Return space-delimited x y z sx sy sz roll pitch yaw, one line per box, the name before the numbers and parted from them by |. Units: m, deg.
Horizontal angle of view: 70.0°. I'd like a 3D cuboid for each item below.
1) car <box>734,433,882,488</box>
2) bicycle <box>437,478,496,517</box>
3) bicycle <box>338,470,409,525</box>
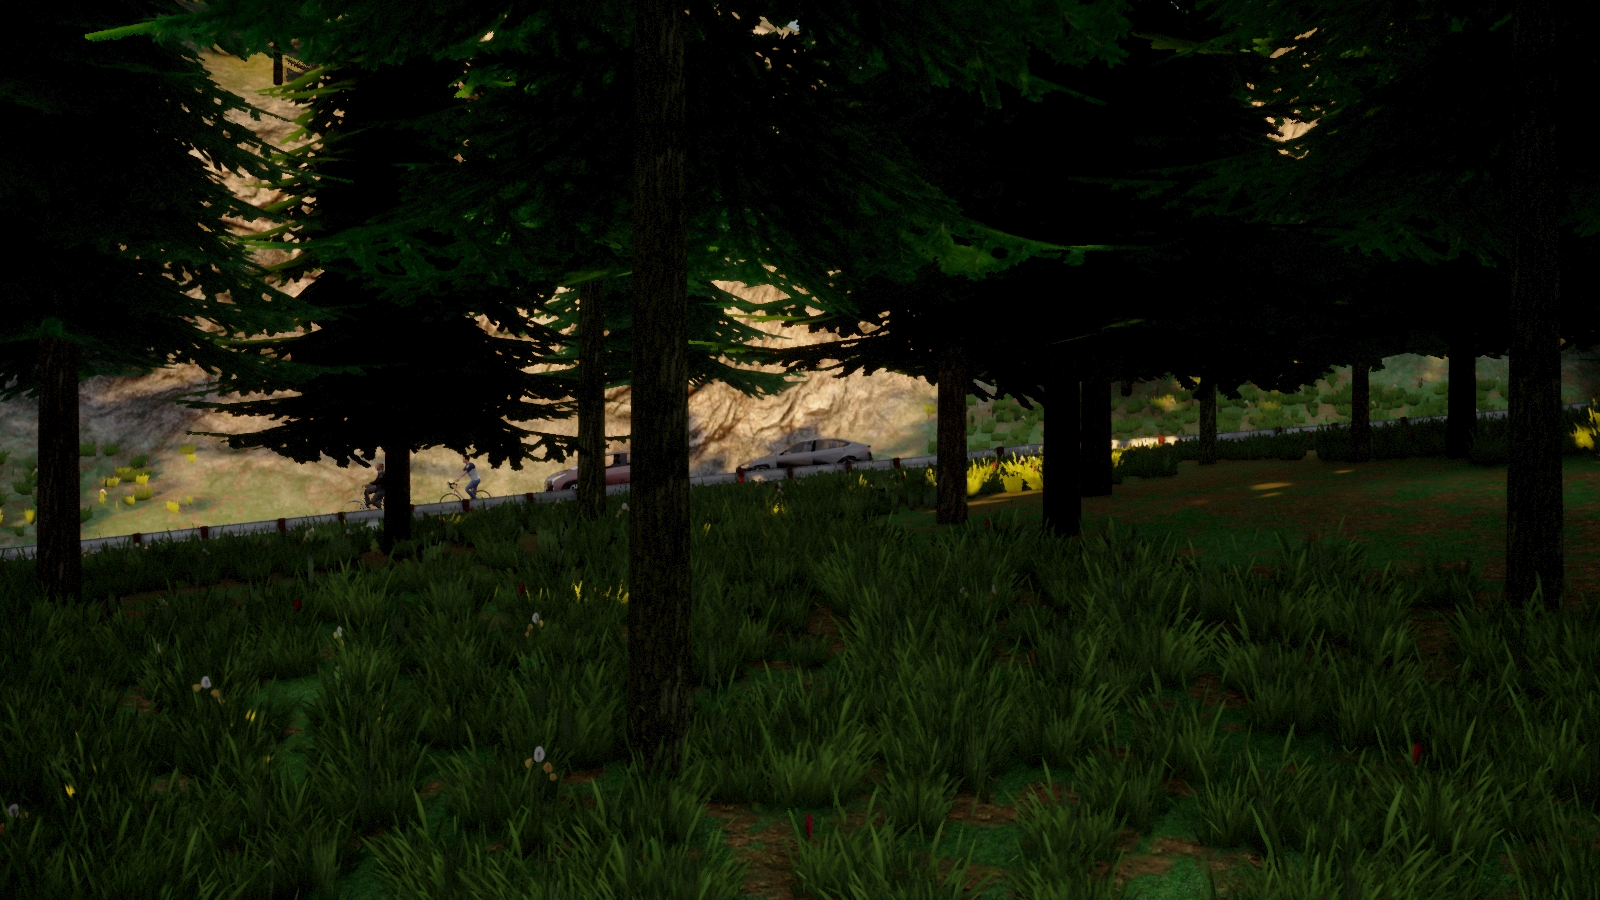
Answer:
car | 0.231 0.348 39.656 4.792 1.488 2.163 -4 1 -7
bicycle | -10.252 1.440 35.170 1.643 1.024 0.373 -5 3 -36
bicycle | -12.731 1.414 34.127 1.835 1.471 0.329 -5 3 -29
